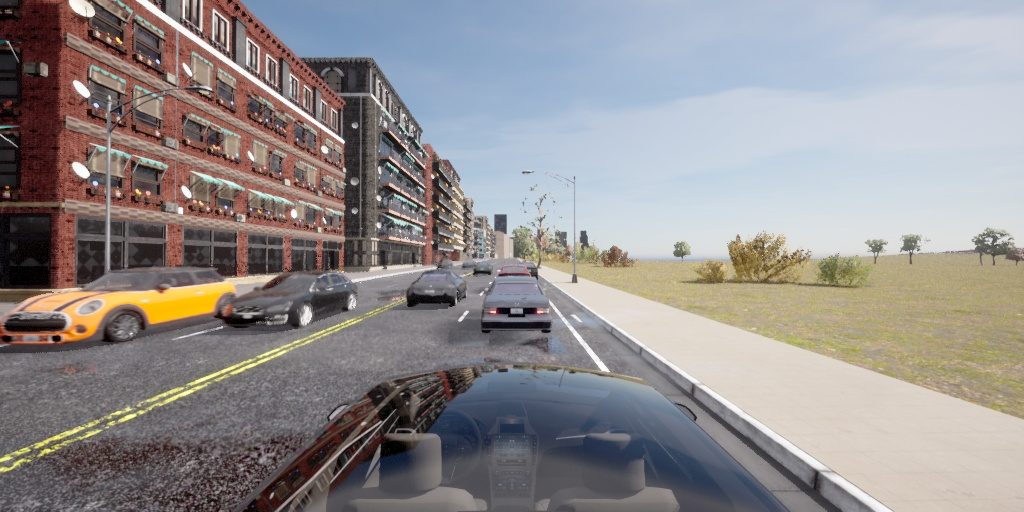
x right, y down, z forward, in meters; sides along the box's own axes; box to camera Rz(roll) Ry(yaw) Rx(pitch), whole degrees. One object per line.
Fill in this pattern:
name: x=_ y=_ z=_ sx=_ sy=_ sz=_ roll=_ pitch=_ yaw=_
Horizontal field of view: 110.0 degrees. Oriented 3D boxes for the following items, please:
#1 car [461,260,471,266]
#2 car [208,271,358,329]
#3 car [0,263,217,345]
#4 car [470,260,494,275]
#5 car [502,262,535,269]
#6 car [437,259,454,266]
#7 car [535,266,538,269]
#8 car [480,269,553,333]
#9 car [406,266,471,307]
car: x=-6.512 y=1.278 z=54.357 sx=1.812 sy=1.442 sz=4.674 roll=0 pitch=0 yaw=0
car: x=-6.588 y=1.256 z=11.361 sx=1.837 sy=1.490 sz=4.892 roll=0 pitch=0 yaw=0
car: x=-9.840 y=1.103 z=9.577 sx=2.097 sy=1.767 sz=4.553 roll=0 pitch=0 yaw=0
car: x=-3.097 y=1.318 z=39.414 sx=1.994 sy=1.385 sz=4.181 roll=0 pitch=0 yaw=0
car: x=0.130 y=1.231 z=21.222 sx=1.882 sy=1.535 sz=5.008 roll=0 pitch=0 yaw=0
car: x=-9.773 y=1.257 z=52.615 sx=1.837 sy=1.490 sz=4.892 roll=0 pitch=0 yaw=0
car: x=1.178 y=1.232 z=30.660 sx=1.882 sy=1.535 sz=5.008 roll=0 pitch=0 yaw=0
car: x=0.112 y=1.299 z=10.682 sx=2.033 sy=1.411 sz=5.357 roll=0 pitch=0 yaw=0
car: x=-3.131 y=1.316 z=15.617 sx=1.994 sy=1.385 sz=4.181 roll=0 pitch=0 yaw=0
